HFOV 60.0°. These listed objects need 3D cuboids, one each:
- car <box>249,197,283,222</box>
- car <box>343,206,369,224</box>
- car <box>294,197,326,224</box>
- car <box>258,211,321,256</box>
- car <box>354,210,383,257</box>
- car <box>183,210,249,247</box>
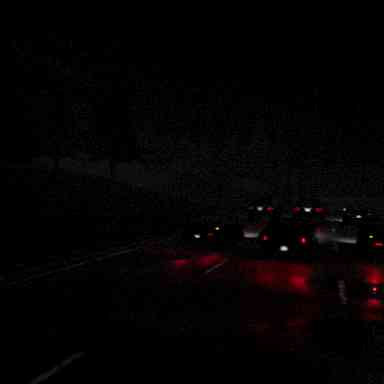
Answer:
[{"bbox_3d":[6.325,1.424,28.316,2.150,2.045,5.566,0,0,23],"label":"car"},{"bbox_3d":[13.175,1.821,26.549,1.994,1.385,4.181,0,0,23],"label":"car"},{"bbox_3d":[9.563,1.449,26.986,2.150,2.045,5.566,0,0,23],"label":"car"},{"bbox_3d":[4.102,1.707,13.729,1.895,1.301,4.718,0,0,23],"label":"car"},{"bbox_3d":[7.594,1.661,12.993,1.812,1.442,4.674,0,0,23],"label":"car"},{"bbox_3d":[1.122,1.612,15.662,1.812,1.442,4.674,0,0,23],"label":"car"}]
